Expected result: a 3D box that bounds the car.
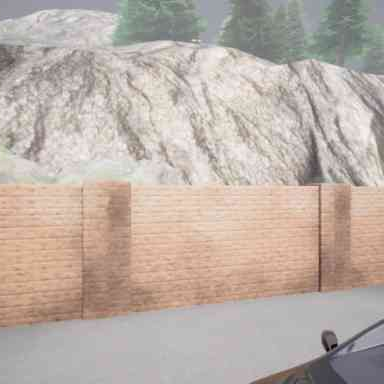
[{"bbox_3d":[2.067,1.492,1.964,4.902,1.511,2.128,0,0,-19],"label":"car"}]
